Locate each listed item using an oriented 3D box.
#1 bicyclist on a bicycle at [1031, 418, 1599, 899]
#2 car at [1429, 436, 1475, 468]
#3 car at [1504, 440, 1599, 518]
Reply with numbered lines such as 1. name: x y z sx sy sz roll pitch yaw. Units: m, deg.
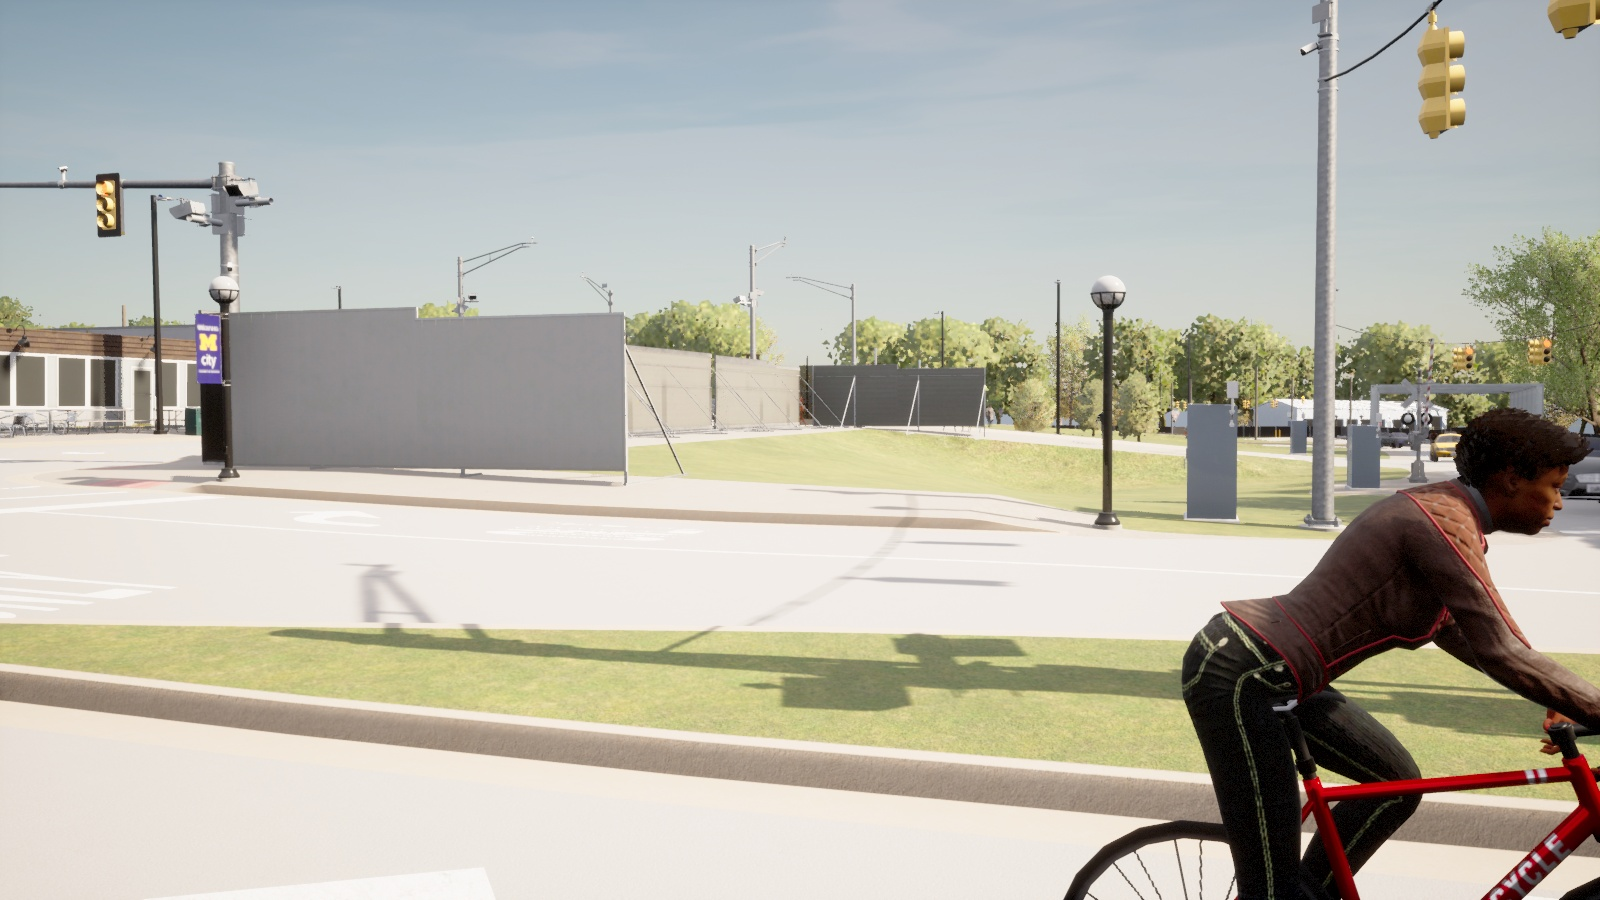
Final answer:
1. bicyclist on a bicycle: 1.377 0.746 2.727 1.656 1.620 0.582 1 1 18
2. car: 33.854 0.056 65.297 1.801 1.575 5.366 1 1 24
3. car: 16.693 0.560 27.031 2.128 1.511 4.902 0 1 23
